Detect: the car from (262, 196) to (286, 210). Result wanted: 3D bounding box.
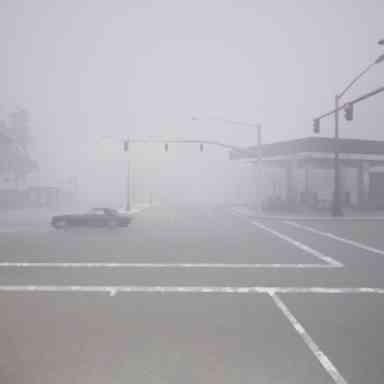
[{"bbox_3d":[9.783,1.282,39.838,2.242,1.667,4.611,0,0,0],"label":"car"}]

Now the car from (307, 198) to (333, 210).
[{"bbox_3d":[15.530,1.442,40.590,1.970,1.475,3.806,0,0,0],"label":"car"}]

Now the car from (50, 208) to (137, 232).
[{"bbox_3d":[-5.742,1.598,19.569,4.718,1.301,1.895,0,0,2],"label":"car"}]
